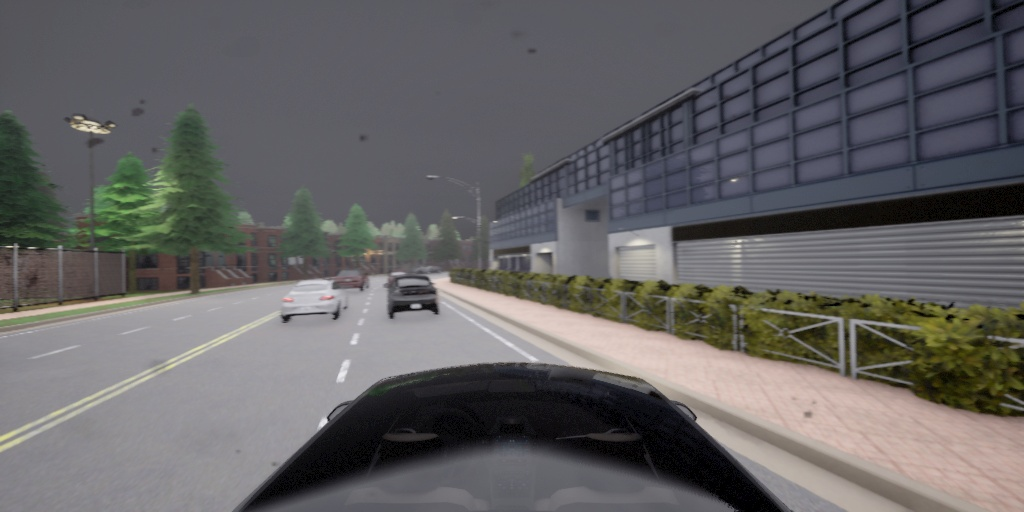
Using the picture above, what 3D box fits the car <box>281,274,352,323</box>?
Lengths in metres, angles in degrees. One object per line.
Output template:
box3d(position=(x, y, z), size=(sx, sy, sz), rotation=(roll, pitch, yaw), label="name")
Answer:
box3d(position=(-7.646, 1.642, 14.156), size=(1.812, 1.442, 4.674), rotation=(-1, -1, -19), label="car")

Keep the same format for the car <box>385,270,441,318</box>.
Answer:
box3d(position=(-4.132, 1.535, 14.714), size=(1.837, 1.490, 4.892), rotation=(-1, 0, -19), label="car")

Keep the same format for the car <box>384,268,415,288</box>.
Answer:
box3d(position=(-9.173, 1.882, 29.518), size=(1.812, 1.442, 4.674), rotation=(-1, 0, -15), label="car")

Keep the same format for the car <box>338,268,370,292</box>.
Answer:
box3d(position=(-12.262, 1.766, 27.592), size=(2.097, 1.767, 4.553), rotation=(-1, -1, -16), label="car")

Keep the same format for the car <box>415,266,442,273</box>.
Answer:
box3d(position=(-13.601, 2.371, 59.688), size=(1.837, 1.490, 4.892), rotation=(-2, -1, 24), label="car")

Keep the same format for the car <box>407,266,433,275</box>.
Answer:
box3d(position=(-16.039, 2.497, 62.708), size=(1.812, 1.442, 4.674), rotation=(-2, -1, 26), label="car")
